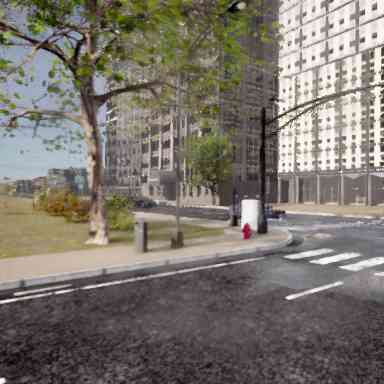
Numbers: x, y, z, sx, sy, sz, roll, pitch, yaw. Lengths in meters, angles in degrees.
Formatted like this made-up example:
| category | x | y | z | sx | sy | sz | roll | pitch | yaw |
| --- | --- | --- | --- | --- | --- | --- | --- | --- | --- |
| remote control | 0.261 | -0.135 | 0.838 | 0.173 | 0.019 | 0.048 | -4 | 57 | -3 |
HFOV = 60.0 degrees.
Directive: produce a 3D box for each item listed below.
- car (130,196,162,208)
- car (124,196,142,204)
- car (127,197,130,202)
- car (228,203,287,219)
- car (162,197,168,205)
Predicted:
| category | x | y | z | sx | sy | sz | roll | pitch | yaw |
| --- | --- | --- | --- | --- | --- | --- | --- | --- | --- |
| car | -6.304 | 1.437 | 44.867 | 1.994 | 1.385 | 4.181 | 1 | 0 | -34 |
| car | -11.473 | 1.449 | 64.441 | 1.812 | 1.442 | 4.674 | 1 | 0 | -34 |
| car | -8.423 | 1.426 | 54.085 | 1.812 | 1.442 | 4.674 | 1 | 0 | -33 |
| car | 5.262 | 1.452 | 27.559 | 2.033 | 1.411 | 5.357 | 1 | 0 | -34 |
| car | -5.928 | 1.540 | 56.152 | 1.895 | 1.301 | 4.718 | 1 | 0 | -34 |
